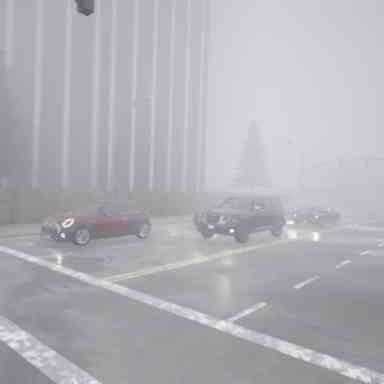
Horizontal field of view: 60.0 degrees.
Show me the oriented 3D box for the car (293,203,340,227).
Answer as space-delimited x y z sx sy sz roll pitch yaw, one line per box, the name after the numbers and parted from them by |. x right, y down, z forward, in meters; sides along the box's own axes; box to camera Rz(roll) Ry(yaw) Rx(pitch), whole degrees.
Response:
8.926 1.695 23.705 1.895 1.301 4.718 2 1 40 | car

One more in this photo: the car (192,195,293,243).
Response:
2.603 1.178 16.266 2.150 2.045 5.566 2 1 40 | car

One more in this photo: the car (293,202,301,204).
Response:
8.756 1.576 28.880 1.812 1.442 4.674 2 1 41 | car

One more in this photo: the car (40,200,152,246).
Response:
-3.895 1.126 14.029 2.097 1.767 4.553 2 1 40 | car

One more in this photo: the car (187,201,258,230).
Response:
2.078 1.382 21.056 1.882 1.535 5.008 2 1 40 | car
